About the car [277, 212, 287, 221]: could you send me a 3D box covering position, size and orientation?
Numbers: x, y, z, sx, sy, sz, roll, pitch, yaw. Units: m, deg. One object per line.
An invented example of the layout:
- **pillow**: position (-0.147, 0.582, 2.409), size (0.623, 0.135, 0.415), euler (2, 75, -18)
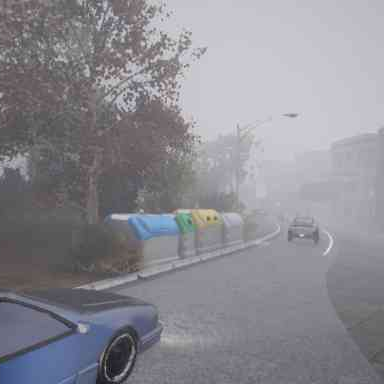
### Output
- **car**: position (13.105, 3.504, 46.288), size (1.895, 1.301, 4.718), euler (0, -1, 4)

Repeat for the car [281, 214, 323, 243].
- **car**: position (7.584, 2.482, 22.246), size (2.128, 1.511, 4.902), euler (1, -2, 23)

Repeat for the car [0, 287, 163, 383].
- **car**: position (-2.447, 1.581, 3.029), size (2.033, 1.411, 5.357), euler (0, -2, 30)

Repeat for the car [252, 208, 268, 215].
- **car**: position (12.484, 3.563, 61.554), size (1.994, 1.385, 4.181), euler (0, 1, -6)
